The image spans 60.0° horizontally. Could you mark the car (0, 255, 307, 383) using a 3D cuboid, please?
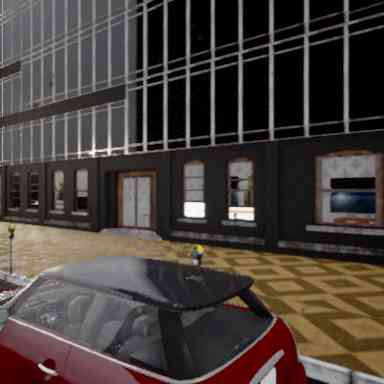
[{"bbox_3d":[-1.014,1.437,3.598,4.097,1.590,1.967,0,0,35],"label":"car"}]
